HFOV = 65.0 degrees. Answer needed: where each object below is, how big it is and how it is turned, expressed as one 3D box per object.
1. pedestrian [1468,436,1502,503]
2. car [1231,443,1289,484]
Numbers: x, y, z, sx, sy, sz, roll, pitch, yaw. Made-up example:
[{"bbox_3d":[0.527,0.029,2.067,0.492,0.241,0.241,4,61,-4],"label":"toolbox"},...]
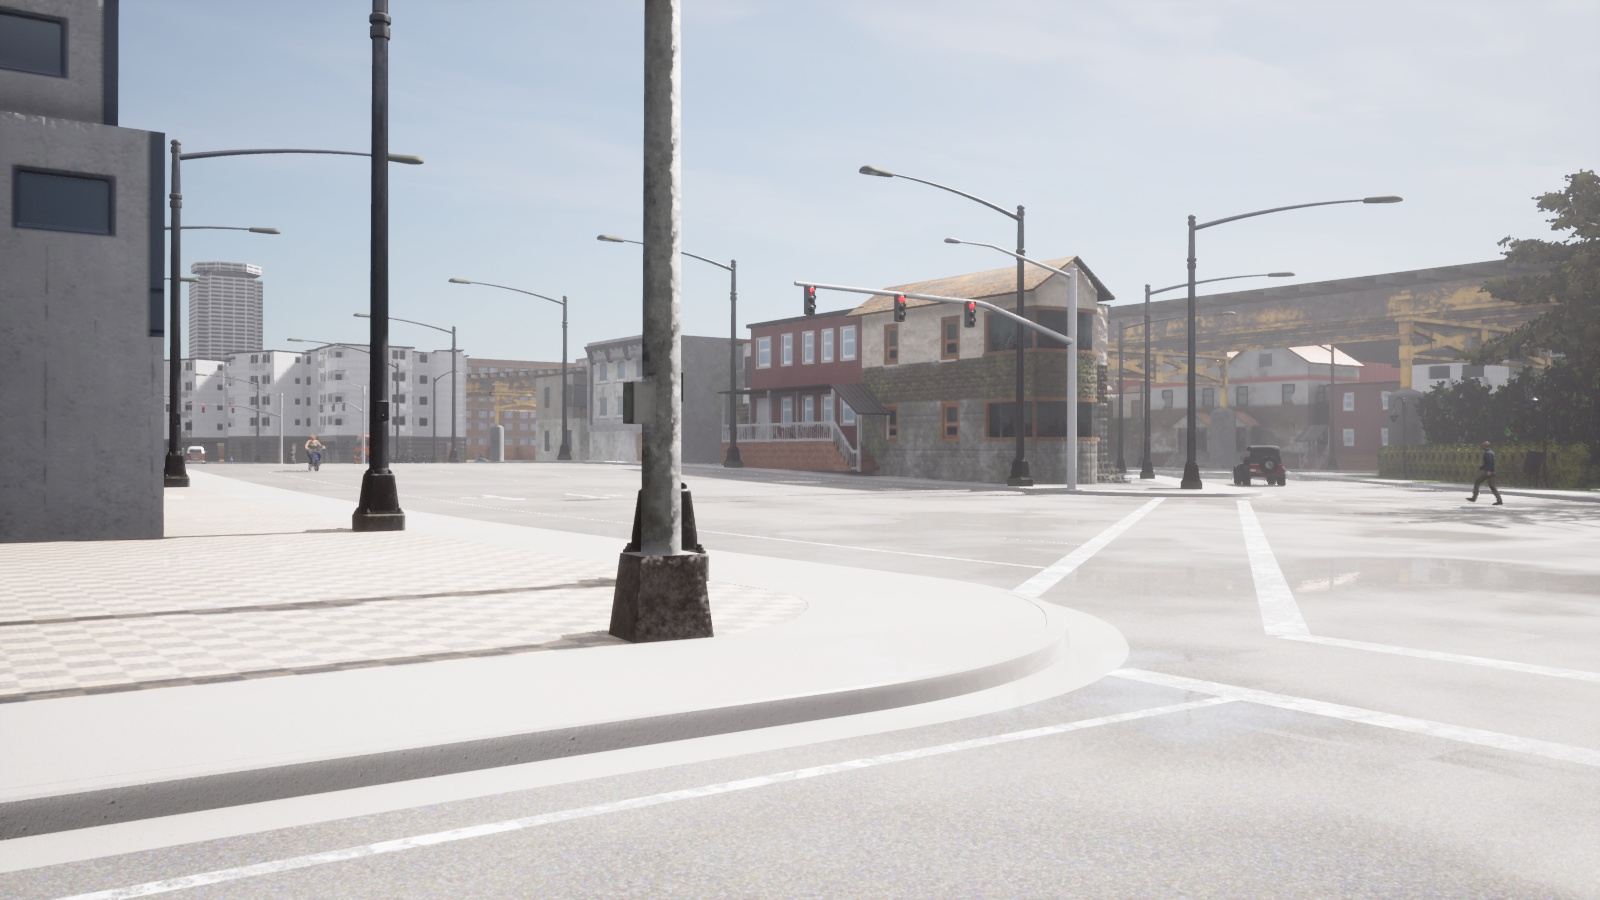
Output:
[{"bbox_3d":[19.130,0.538,35.074,0.402,1.842,0.726,0,0,-42],"label":"pedestrian"},{"bbox_3d":[21.939,0.641,60.023,1.905,1.878,3.866,0,0,10],"label":"car"}]
